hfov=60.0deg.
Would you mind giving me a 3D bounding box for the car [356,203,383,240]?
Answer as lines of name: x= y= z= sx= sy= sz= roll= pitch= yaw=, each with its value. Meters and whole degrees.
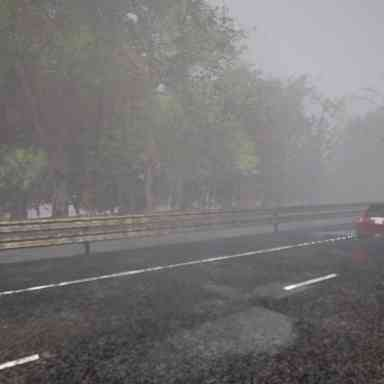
car: x=9.368 y=1.225 z=14.866 sx=4.553 sy=1.767 sz=2.097 roll=-1 pitch=0 yaw=-36
